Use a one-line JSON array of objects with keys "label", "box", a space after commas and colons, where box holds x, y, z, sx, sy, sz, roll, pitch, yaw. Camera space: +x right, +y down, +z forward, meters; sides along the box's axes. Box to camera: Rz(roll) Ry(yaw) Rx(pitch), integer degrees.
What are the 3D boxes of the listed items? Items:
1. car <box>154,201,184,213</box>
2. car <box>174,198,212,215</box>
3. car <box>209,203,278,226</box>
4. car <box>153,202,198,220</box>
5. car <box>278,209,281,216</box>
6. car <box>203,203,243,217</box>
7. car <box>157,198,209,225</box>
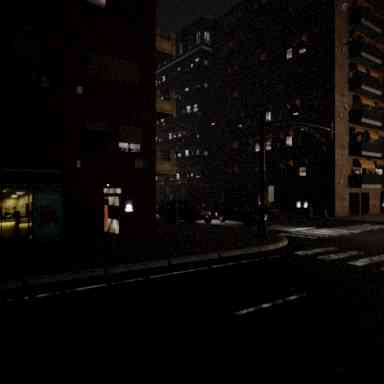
[{"label": "car", "box": [-3.257, 2.023, 45.632, 2.008, 1.369, 4.403, -1, 0, -36]}, {"label": "car", "box": [0.033, 1.717, 41.145, 2.192, 1.841, 5.009, -1, 0, -36]}, {"label": "car", "box": [3.857, 1.716, 25.979, 2.128, 1.511, 4.902, 0, -1, -35]}, {"label": "car", "box": [-1.730, 1.835, 33.566, 2.128, 1.511, 4.902, 0, -1, -36]}, {"label": "car", "box": [6.629, 1.842, 32.168, 1.802, 1.307, 4.206, -1, 0, -36]}, {"label": "car", "box": [3.334, 1.897, 36.656, 1.947, 1.339, 4.313, -1, 0, -36]}, {"label": "car", "box": [-0.367, 1.585, 27.078, 2.192, 1.841, 5.009, -1, 0, -36]}]
